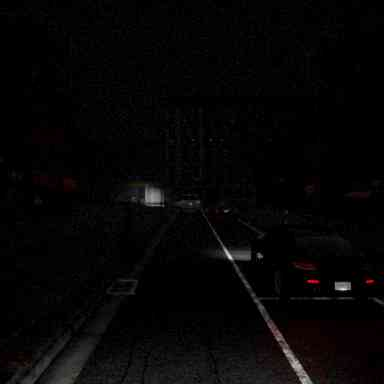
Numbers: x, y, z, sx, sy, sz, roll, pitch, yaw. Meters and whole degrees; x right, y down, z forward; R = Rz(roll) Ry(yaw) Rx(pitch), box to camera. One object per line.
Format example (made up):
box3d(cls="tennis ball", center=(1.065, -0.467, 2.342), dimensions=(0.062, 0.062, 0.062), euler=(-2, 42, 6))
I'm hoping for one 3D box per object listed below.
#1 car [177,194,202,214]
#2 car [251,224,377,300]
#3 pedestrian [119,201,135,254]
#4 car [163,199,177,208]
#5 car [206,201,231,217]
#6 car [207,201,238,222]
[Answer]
box3d(cls="car", center=(-0.114, 1.247, 35.891), dimensions=(2.150, 2.045, 5.566), euler=(0, 0, 0))
box3d(cls="car", center=(2.705, 1.529, 8.293), dimensions=(1.812, 1.442, 4.674), euler=(0, 0, 0))
box3d(cls="pedestrian", center=(-2.184, 1.146, 11.112), dimensions=(0.375, 1.860, 0.375), euler=(0, -1, 0))
box3d(cls="car", center=(-2.321, 1.620, 48.583), dimensions=(1.895, 1.301, 4.718), euler=(1, 0, -34))
box3d(cls="car", center=(2.462, 1.572, 31.880), dimensions=(2.008, 1.369, 4.403), euler=(0, 0, 0))
box3d(cls="car", center=(2.495, 1.456, 26.376), dimensions=(1.967, 1.590, 4.097), euler=(0, 0, 0))
